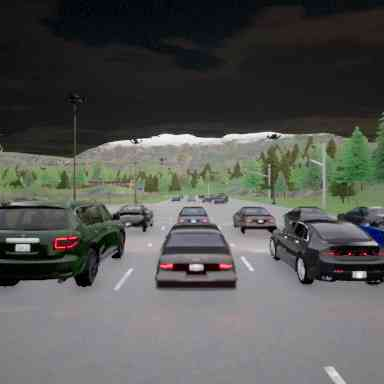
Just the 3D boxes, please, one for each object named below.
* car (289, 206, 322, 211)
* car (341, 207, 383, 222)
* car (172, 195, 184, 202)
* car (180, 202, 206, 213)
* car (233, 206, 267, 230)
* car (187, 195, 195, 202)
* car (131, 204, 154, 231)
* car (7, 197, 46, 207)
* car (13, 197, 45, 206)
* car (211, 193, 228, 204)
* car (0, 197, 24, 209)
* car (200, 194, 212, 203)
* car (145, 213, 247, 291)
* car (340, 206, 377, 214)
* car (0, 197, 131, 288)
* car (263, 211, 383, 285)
[{"bbox_3d":[7.064,1.571,20.595,1.994,1.385,4.181,0,0,0],"label":"car"},{"bbox_3d":[7.081,1.481,11.001,1.882,1.535,5.008,0,0,0],"label":"car"},{"bbox_3d":[-3.662,1.552,79.592,2.128,1.511,4.902,0,0,0],"label":"car"},{"bbox_3d":[0.065,1.554,19.717,2.033,1.411,5.357,0,0,0],"label":"car"},{"bbox_3d":[3.561,1.554,19.701,2.033,1.411,5.357,0,0,0],"label":"car"},{"bbox_3d":[-0.159,1.623,80.247,1.895,1.301,4.718,0,0,0],"label":"car"},{"bbox_3d":[-3.437,1.499,20.293,2.128,1.511,4.902,0,0,0],"label":"car"},{"bbox_3d":[-24.822,1.522,49.947,4.892,1.490,1.837,0,0,0],"label":"car"},{"bbox_3d":[-26.092,1.583,53.437,4.181,1.385,1.994,0,0,-1],"label":"car"},{"bbox_3d":[5.562,1.513,62.542,2.128,1.511,4.902,0,0,15],"label":"car"},{"bbox_3d":[-26.399,1.508,46.432,4.902,1.511,2.128,0,0,0],"label":"car"},{"bbox_3d":[3.194,1.550,72.199,1.812,1.442,4.674,0,0,0],"label":"car"},{"bbox_3d":[0.083,1.551,9.150,2.033,1.411,5.357,0,0,0],"label":"car"},{"bbox_3d":[10.565,1.554,19.846,2.033,1.411,5.357,0,0,0],"label":"car"},{"bbox_3d":[-3.420,1.225,9.419,2.150,2.045,5.566,0,0,0],"label":"car"},{"bbox_3d":[3.566,1.508,9.489,1.837,1.490,4.892,0,0,0],"label":"car"}]
